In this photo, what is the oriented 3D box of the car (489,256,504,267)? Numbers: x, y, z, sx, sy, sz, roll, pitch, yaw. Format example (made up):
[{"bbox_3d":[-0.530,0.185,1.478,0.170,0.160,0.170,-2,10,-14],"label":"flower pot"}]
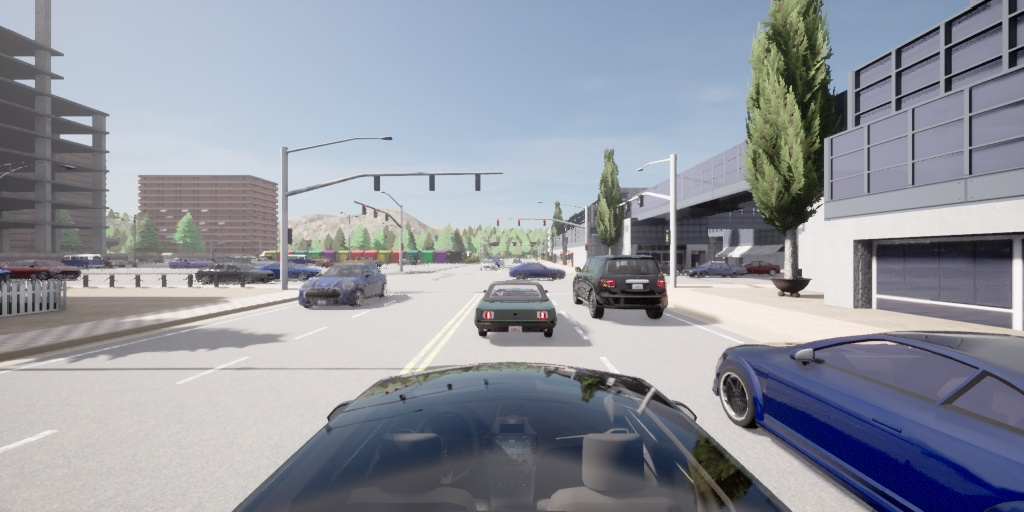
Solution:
[{"bbox_3d":[-3.157,0.971,61.347,2.150,2.045,5.566,0,0,2],"label":"car"}]

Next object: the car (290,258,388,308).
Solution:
[{"bbox_3d":[-6.922,1.102,15.228,2.097,1.767,4.553,0,0,-1],"label":"car"}]

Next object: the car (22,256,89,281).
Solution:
[{"bbox_3d":[-37.850,1.103,28.929,4.553,1.767,2.097,0,0,0],"label":"car"}]

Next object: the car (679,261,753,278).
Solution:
[{"bbox_3d":[18.698,1.297,33.130,5.357,1.411,2.033,0,0,1],"label":"car"}]

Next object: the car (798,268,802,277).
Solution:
[{"bbox_3d":[28.649,1.350,33.037,4.718,1.301,1.895,0,0,1],"label":"car"}]

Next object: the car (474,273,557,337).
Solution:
[{"bbox_3d":[0.105,1.351,10.236,1.895,1.301,4.718,0,0,1],"label":"car"}]

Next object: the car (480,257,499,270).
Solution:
[{"bbox_3d":[-3.430,1.276,51.503,1.812,1.442,4.674,0,0,3],"label":"car"}]

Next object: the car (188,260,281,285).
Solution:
[{"bbox_3d":[-19.470,1.254,25.376,4.892,1.490,1.837,0,0,0],"label":"car"}]

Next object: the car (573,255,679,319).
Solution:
[{"bbox_3d":[3.625,0.971,12.961,2.150,2.045,5.566,0,0,1],"label":"car"}]

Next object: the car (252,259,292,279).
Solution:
[{"bbox_3d":[-17.926,1.228,28.874,5.008,1.535,1.882,0,0,0],"label":"car"}]

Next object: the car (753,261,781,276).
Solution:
[{"bbox_3d":[24.497,1.228,36.576,5.008,1.535,1.882,0,0,1],"label":"car"}]

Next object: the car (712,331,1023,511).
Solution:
[{"bbox_3d":[3.606,1.314,2.996,1.994,1.385,4.181,0,0,0],"label":"car"}]

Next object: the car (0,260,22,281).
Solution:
[{"bbox_3d":[-38.713,1.227,25.431,5.008,1.535,1.882,0,0,0],"label":"car"}]

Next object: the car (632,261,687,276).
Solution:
[{"bbox_3d":[15.010,1.255,36.663,4.892,1.490,1.837,0,0,1],"label":"car"}]

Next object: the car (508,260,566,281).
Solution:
[{"bbox_3d":[2.029,1.275,29.394,4.674,1.442,1.812,0,0,-2],"label":"car"}]
